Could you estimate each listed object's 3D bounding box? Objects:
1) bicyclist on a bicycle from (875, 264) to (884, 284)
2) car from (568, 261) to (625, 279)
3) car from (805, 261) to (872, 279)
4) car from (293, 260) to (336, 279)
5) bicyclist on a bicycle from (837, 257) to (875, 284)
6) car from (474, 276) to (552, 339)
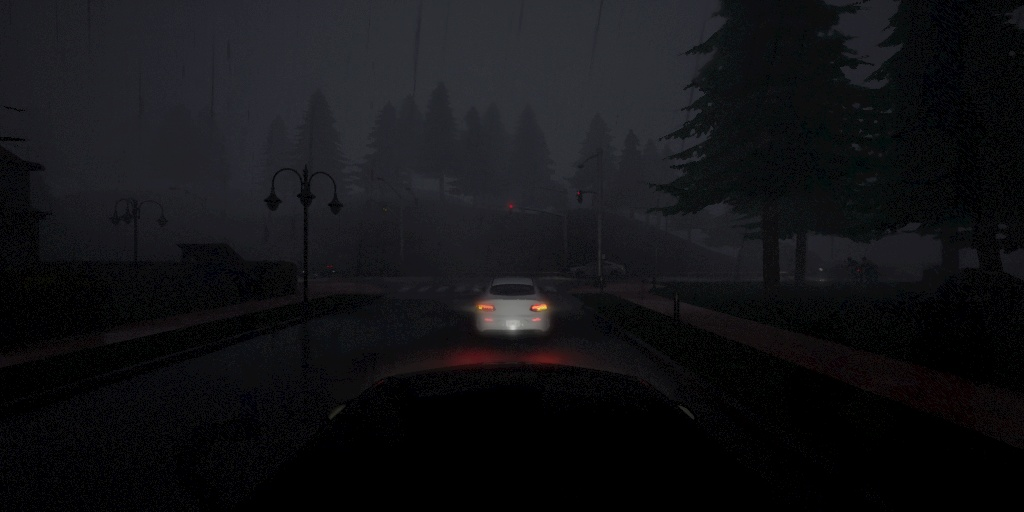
[{"bbox_3d":[21.777,0.892,21.987,0.582,1.620,1.656,0,0,-14],"label":"bicyclist on a bicycle"},{"bbox_3d":[7.018,1.113,29.850,4.674,1.442,1.812,0,0,0],"label":"car"},{"bbox_3d":[27.223,1.113,29.933,4.674,1.442,1.812,0,0,0],"label":"car"},{"bbox_3d":[-17.186,1.079,29.683,4.902,1.511,2.128,0,0,0],"label":"car"},{"bbox_3d":[21.130,0.891,22.247,0.582,1.620,1.656,0,0,-16],"label":"bicyclist on a bicycle"},{"bbox_3d":[0.021,1.276,9.964,1.812,1.442,4.674,0,0,0],"label":"car"}]
